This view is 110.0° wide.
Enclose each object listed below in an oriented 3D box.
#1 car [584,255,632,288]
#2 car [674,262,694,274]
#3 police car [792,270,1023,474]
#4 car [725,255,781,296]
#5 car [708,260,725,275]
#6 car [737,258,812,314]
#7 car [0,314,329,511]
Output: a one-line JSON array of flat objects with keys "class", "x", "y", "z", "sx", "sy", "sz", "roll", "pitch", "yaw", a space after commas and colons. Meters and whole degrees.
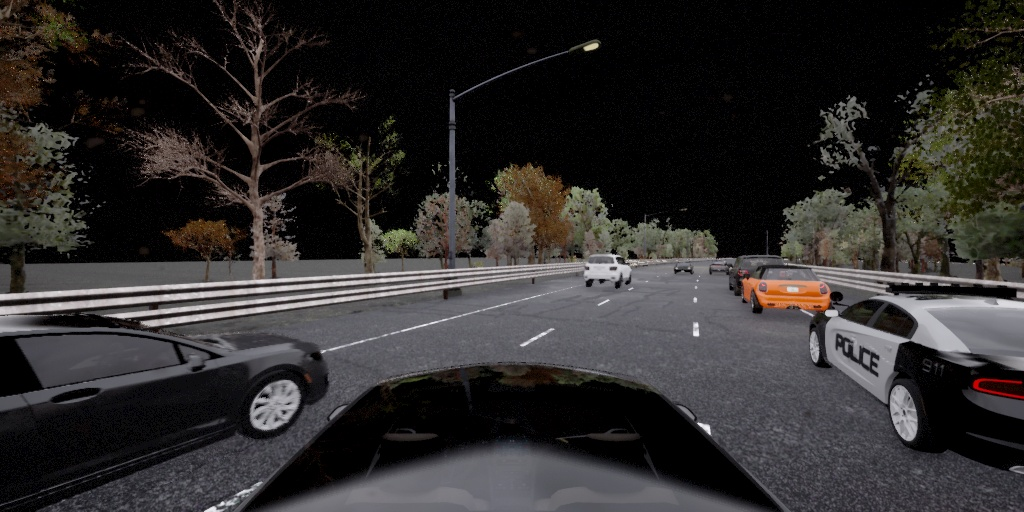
[{"class": "car", "x": 6.509, "y": 0.966, "z": 23.958, "sx": 2.150, "sy": 2.045, "sz": 5.566, "roll": 0, "pitch": -1, "yaw": 28}, {"class": "car", "x": 19.531, "y": 1.368, "z": 40.674, "sx": 1.895, "sy": 1.301, "sz": 4.718, "roll": 0, "pitch": 0, "yaw": 29}, {"class": "police car", "x": 5.634, "y": 1.175, "z": 4.739, "sx": 1.930, "sy": 1.638, "sz": 5.238, "roll": 0, "pitch": 0, "yaw": 26}, {"class": "car", "x": 12.749, "y": 0.977, "z": 18.756, "sx": 2.150, "sy": 2.045, "sz": 5.566, "roll": 0, "pitch": 0, "yaw": 27}, {"class": "car", "x": 22.659, "y": 1.260, "z": 39.251, "sx": 2.128, "sy": 1.511, "sz": 4.902, "roll": 0, "pitch": 0, "yaw": 30}, {"class": "car", "x": 10.006, "y": 1.102, "z": 13.437, "sx": 2.097, "sy": 1.767, "sz": 4.553, "roll": 0, "pitch": 0, "yaw": 27}, {"class": "car", "x": -4.048, "y": 1.255, "z": 3.013, "sx": 1.837, "sy": 1.490, "sz": 4.892, "roll": 0, "pitch": 0, "yaw": 26}]
